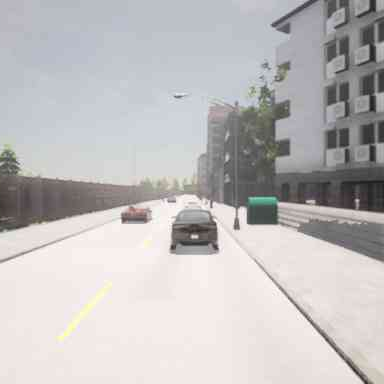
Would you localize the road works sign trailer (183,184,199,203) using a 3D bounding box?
[{"bbox_3d":[-0.023,0.493,56.565,2.380,3.560,2.880,0,0,0],"label":"road works sign trailer"}]

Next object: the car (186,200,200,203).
[{"bbox_3d":[0.073,1.542,33.433,1.812,1.442,4.674,0,0,0],"label":"car"}]

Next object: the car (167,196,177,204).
[{"bbox_3d":[-4.028,1.574,66.849,2.033,1.411,5.357,0,0,0],"label":"car"}]

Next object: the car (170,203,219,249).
[{"bbox_3d":[0.094,1.485,14.615,1.882,1.535,5.008,0,0,0],"label":"car"}]

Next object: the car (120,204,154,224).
[{"bbox_3d":[-4.109,1.613,25.288,1.895,1.301,4.718,0,0,0],"label":"car"}]
